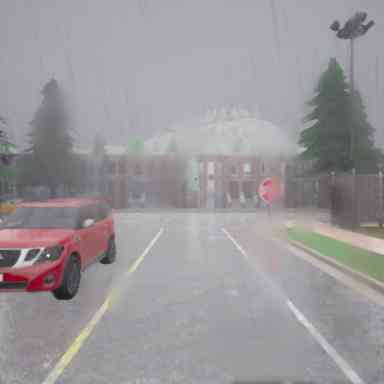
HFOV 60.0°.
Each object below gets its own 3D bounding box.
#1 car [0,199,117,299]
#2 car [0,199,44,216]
[{"bbox_3d":[-3.565,1.218,8.823,2.150,2.045,5.566,0,0,1],"label":"car"},{"bbox_3d":[-17.000,1.436,31.700,5.008,1.535,1.882,0,0,2],"label":"car"}]
